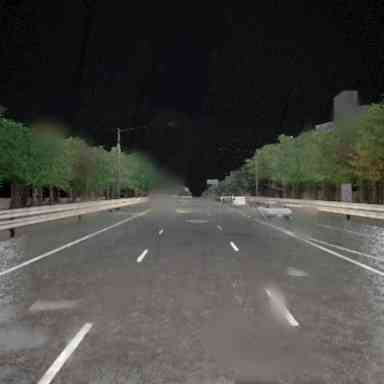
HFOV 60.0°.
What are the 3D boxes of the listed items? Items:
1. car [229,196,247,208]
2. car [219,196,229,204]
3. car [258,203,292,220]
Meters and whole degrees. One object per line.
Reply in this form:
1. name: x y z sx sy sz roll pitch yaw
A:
1. car: 7.034 1.571 49.610 1.812 1.442 4.674 0 0 0
2. car: 7.093 1.622 66.659 2.128 1.511 4.902 0 0 0
3. car: 6.998 1.621 28.688 1.895 1.301 4.718 0 0 0
